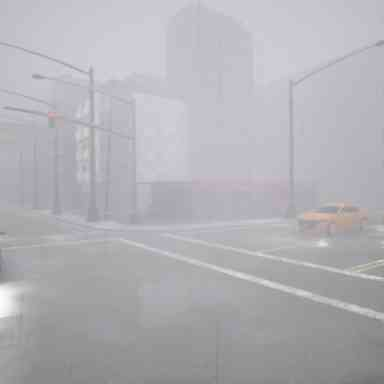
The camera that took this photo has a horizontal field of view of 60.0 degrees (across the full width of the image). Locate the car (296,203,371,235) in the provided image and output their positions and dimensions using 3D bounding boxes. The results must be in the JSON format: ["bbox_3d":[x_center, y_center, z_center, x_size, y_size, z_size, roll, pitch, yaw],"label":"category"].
[{"bbox_3d":[7.747,1.380,18.114,5.008,1.535,1.882,0,0,-35],"label":"car"}]

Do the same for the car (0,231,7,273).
[{"bbox_3d":[-6.879,1.546,9.937,1.837,1.490,4.892,-1,0,-35],"label":"car"}]
